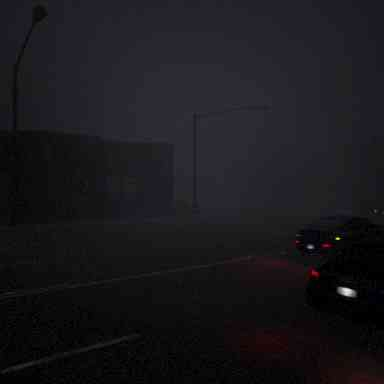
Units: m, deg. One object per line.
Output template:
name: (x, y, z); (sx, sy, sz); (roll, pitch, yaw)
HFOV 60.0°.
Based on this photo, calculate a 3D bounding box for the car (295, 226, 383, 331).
car: (4.127, 1.583, 6.517); (4.181, 1.385, 1.994); (0, 0, -35)

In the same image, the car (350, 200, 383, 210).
car: (18.342, 1.603, 35.081); (1.837, 1.490, 4.892); (1, 0, 6)

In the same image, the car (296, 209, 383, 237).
car: (5.589, 1.560, 12.049); (4.674, 1.442, 1.812); (0, 0, -38)
